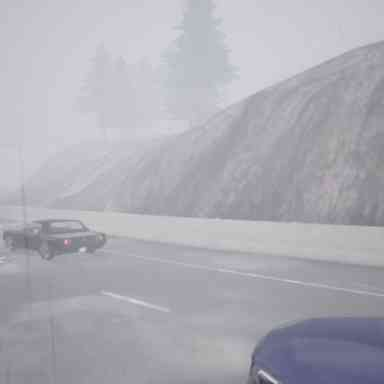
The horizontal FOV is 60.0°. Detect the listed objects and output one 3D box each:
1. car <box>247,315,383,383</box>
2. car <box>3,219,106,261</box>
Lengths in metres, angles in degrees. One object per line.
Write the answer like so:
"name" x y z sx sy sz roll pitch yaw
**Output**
"car" 2.641 1.530 2.181 4.674 1.442 1.812 0 0 35
"car" -5.450 1.695 12.823 4.718 1.301 1.895 0 0 40
